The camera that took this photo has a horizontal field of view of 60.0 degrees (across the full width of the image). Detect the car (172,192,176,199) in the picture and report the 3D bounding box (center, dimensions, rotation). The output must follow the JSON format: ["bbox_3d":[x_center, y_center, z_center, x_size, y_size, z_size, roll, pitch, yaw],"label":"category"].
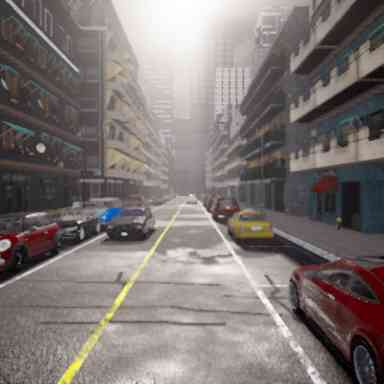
[{"bbox_3d":[-5.687,1.322,83.244,2.008,1.369,4.403,-1,0,0],"label":"car"}]

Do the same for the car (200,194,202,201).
[{"bbox_3d":[2.684,1.177,49.602,2.192,1.841,5.009,-1,0,0],"label":"car"}]

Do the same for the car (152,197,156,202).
[{"bbox_3d":[-5.702,1.443,38.428,2.008,1.369,4.403,-1,0,0],"label":"car"}]

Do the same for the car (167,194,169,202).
[{"bbox_3d":[-5.691,1.413,60.836,1.802,1.307,4.206,-1,0,0],"label":"car"}]

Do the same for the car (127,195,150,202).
[{"bbox_3d":[-5.688,1.223,32.825,2.192,1.841,5.009,-1,0,0],"label":"car"}]

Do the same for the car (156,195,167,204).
[{"bbox_3d":[-5.692,1.429,55.234,1.802,1.307,4.206,-1,0,0],"label":"car"}]

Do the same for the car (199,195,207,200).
[{"bbox_3d":[2.693,1.337,83.214,1.947,1.339,4.313,-1,0,0],"label":"car"}]

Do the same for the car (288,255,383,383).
[{"bbox_3d":[2.681,1.568,4.786,1.802,1.307,4.206,-1,0,0],"label":"car"}]

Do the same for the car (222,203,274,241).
[{"bbox_3d":[2.682,1.480,16.160,1.752,1.417,4.829,-1,0,0],"label":"car"}]

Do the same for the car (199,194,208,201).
[{"bbox_3d":[2.691,1.311,77.782,1.752,1.417,4.829,-1,0,0],"label":"car"}]

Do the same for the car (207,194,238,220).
[{"bbox_3d":[2.681,1.239,27.193,2.192,1.841,5.009,-1,0,0],"label":"car"}]

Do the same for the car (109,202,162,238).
[{"bbox_3d":[-3.027,1.498,17.590,2.033,1.411,5.357,0,0,1],"label":"car"}]

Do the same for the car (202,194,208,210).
[{"bbox_3d":[2.682,1.208,38.397,2.192,1.841,5.009,-1,0,0],"label":"car"}]

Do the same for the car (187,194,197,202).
[{"bbox_3d":[0.011,1.229,71.430,2.128,1.511,4.902,0,0,0],"label":"car"}]

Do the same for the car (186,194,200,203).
[{"bbox_3d":[0.009,1.356,61.390,1.812,1.442,4.674,0,0,0],"label":"car"}]

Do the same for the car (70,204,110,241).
[{"bbox_3d":[-5.665,1.505,16.020,2.008,1.369,4.403,-1,0,0],"label":"car"}]

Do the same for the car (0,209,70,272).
[{"bbox_3d":[-5.667,1.411,10.417,1.967,1.590,4.097,-1,0,0],"label":"car"}]

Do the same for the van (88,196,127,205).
[{"bbox_3d":[-5.667,1.280,21.621,1.690,1.788,3.998,-1,0,0],"label":"van"}]

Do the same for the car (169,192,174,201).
[{"bbox_3d":[-5.689,1.352,72.041,2.008,1.369,4.403,-1,0,0],"label":"car"}]

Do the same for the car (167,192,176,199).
[{"bbox_3d":[-5.689,1.057,94.448,2.192,1.841,5.009,-1,0,0],"label":"car"}]

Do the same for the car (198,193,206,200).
[{"bbox_3d":[2.692,1.197,88.816,1.967,1.590,4.097,-1,0,0],"label":"car"}]
